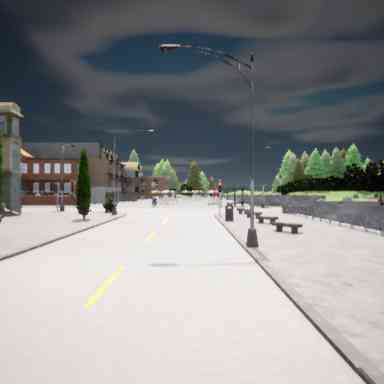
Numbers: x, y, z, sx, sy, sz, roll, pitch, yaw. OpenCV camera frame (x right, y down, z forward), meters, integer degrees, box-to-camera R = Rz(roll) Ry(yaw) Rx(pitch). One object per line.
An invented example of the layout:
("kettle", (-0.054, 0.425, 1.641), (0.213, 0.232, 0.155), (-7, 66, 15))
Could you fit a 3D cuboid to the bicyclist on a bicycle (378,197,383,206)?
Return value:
("bicyclist on a bicycle", (19.812, 1.326, 34.628), (0.582, 1.620, 1.656), (0, 0, 0))
